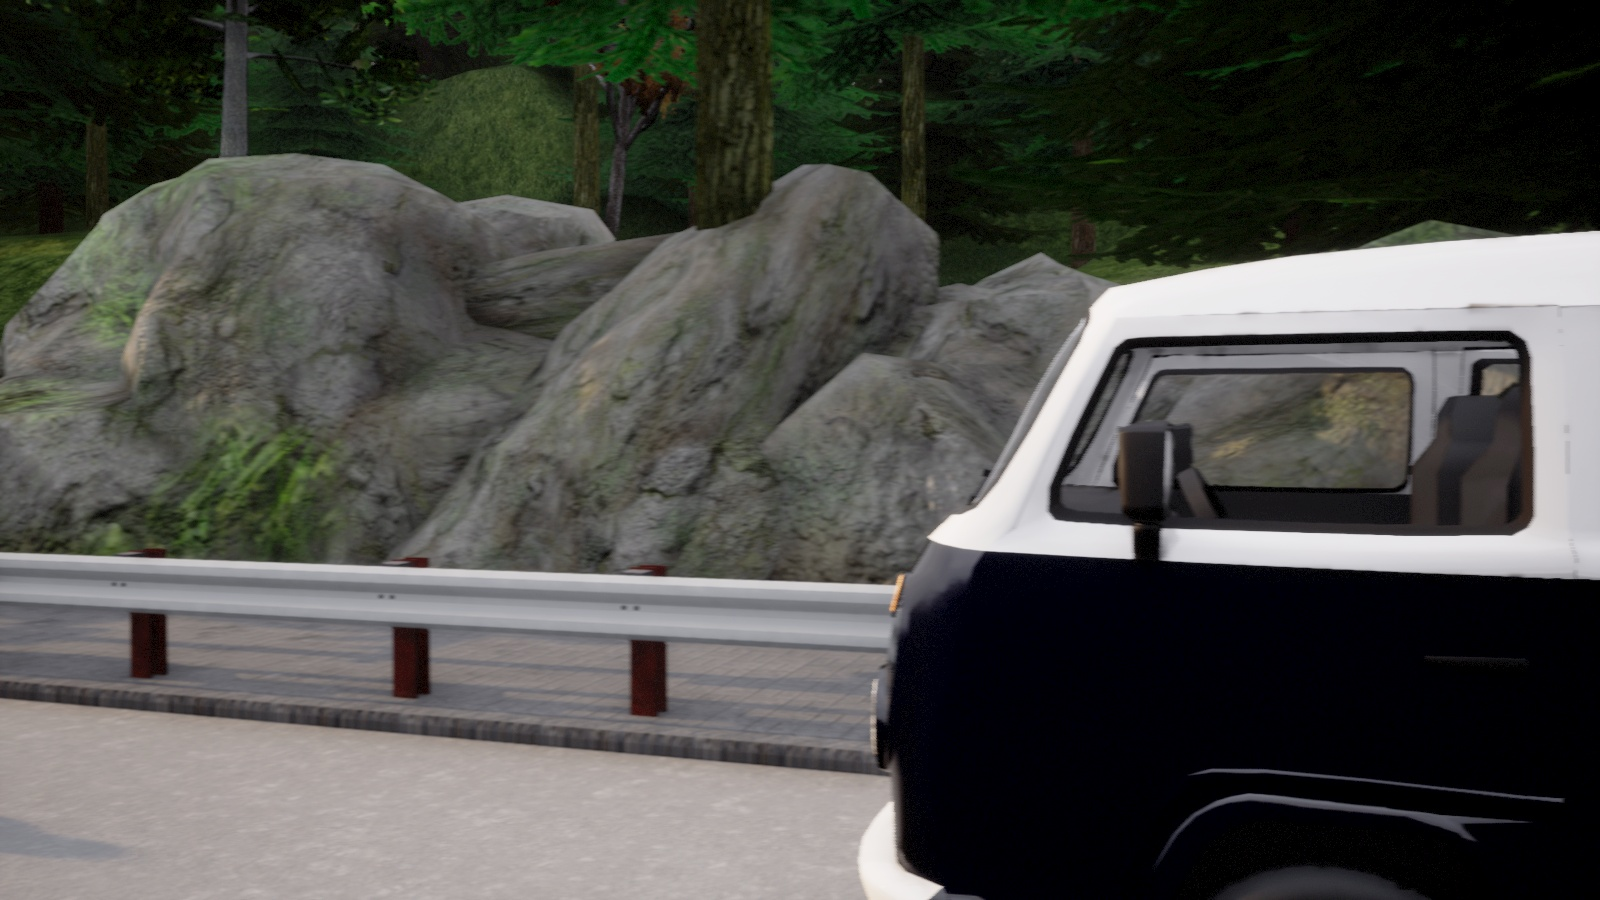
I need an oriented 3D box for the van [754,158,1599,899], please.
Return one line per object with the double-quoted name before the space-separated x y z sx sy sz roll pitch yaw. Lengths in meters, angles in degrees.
"van" 2.360 0.515 2.923 4.480 2.038 2.069 1 1 19
